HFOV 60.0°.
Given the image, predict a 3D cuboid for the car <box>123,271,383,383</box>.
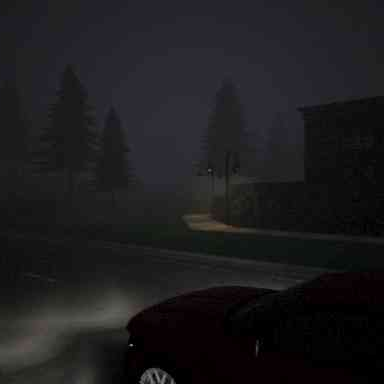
[{"bbox_3d":[1.552,1.479,2.877,5.008,1.535,1.882,0,0,36],"label":"car"}]
